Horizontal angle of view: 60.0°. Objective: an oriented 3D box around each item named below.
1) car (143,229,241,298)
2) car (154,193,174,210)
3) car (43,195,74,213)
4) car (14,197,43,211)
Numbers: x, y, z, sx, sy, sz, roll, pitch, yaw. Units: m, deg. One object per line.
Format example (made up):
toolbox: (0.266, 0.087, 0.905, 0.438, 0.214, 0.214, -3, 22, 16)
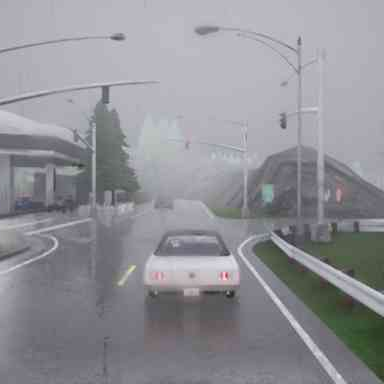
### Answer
car: (0.001, 1.593, 8.474, 1.895, 1.301, 4.718, 0, 0, 0)
car: (-3.496, 1.251, 42.511, 2.150, 2.045, 5.566, 0, 2, 0)
car: (-14.525, 1.279, 37.032, 1.905, 1.878, 3.866, 0, 0, -1)
car: (-20.232, 1.442, 41.310, 2.242, 1.667, 4.611, 0, 0, -1)
